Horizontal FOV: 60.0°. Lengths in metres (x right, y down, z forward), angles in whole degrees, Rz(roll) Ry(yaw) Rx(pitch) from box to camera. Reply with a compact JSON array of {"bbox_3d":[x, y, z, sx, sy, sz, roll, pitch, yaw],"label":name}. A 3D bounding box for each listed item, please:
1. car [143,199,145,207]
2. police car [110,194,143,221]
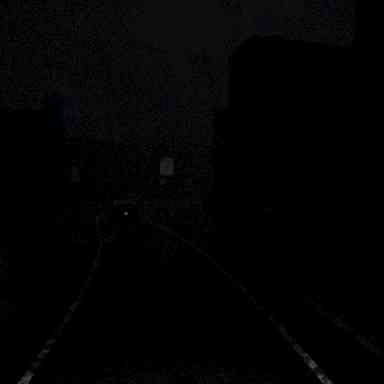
[{"bbox_3d":[-7.269,1.032,41.921,2.097,1.767,4.553,0,0,0],"label":"car"},{"bbox_3d":[-5.079,1.203,24.880,1.930,1.638,5.238,-1,1,-14],"label":"police car"}]
